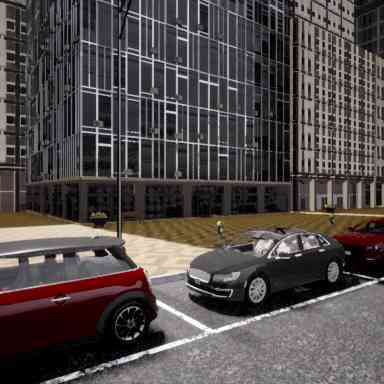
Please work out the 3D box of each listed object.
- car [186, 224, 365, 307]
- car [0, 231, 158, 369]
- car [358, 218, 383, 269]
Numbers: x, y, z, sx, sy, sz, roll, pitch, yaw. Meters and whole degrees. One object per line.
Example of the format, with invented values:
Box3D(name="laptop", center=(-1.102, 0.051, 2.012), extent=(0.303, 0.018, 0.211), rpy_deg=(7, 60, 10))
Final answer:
Box3D(name="car", center=(1.895, 1.551, 7.893), extent=(4.403, 1.369, 2.008), rpy_deg=(0, 0, -35))
Box3D(name="car", center=(-2.618, 1.440, 4.694), extent=(4.097, 1.590, 1.967), rpy_deg=(0, 0, -35))
Box3D(name="car", center=(6.408, 1.547, 11.093), extent=(4.507, 1.381, 1.887), rpy_deg=(0, 0, -35))
